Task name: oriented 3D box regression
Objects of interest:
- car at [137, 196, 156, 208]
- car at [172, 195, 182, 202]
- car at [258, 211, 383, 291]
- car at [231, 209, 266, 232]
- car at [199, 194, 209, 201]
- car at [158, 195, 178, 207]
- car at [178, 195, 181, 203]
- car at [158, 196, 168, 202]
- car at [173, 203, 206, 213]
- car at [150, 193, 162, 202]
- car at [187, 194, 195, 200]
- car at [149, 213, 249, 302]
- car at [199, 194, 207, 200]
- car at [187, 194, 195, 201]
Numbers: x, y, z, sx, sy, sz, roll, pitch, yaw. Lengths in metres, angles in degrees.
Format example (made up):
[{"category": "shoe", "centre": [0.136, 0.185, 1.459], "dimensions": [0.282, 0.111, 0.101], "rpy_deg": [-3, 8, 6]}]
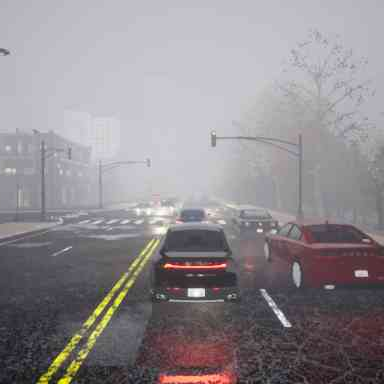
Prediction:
[{"category": "car", "centre": [-6.768, 1.587, 48.389], "dimensions": [1.895, 1.301, 4.718], "rpy_deg": [0, 0, 0]}, {"category": "car", "centre": [-3.511, 1.498, 77.744], "dimensions": [2.128, 1.511, 4.902], "rpy_deg": [0, 0, 0]}, {"category": "car", "centre": [3.320, 1.476, 9.021], "dimensions": [1.882, 1.535, 5.008], "rpy_deg": [0, 0, 0]}, {"category": "car", "centre": [3.290, 1.597, 18.383], "dimensions": [1.895, 1.301, 4.718], "rpy_deg": [0, 0, 0]}, {"category": "car", "centre": [2.980, 1.319, 79.909], "dimensions": [2.097, 1.767, 4.553], "rpy_deg": [0, 0, 0]}, {"category": "car", "centre": [-3.509, 1.549, 50.044], "dimensions": [1.994, 1.385, 4.181], "rpy_deg": [0, 0, 0]}, {"category": "car", "centre": [-3.516, 1.544, 63.421], "dimensions": [1.994, 1.385, 4.181], "rpy_deg": [0, 0, 0]}, {"category": "car", "centre": [-6.763, 1.568, 78.438], "dimensions": [1.895, 1.301, 4.718], "rpy_deg": [0, 0, 0]}, {"category": "car", "centre": [0.019, 1.522, 17.293], "dimensions": [1.812, 1.442, 4.674], "rpy_deg": [0, 0, 0]}, {"category": "car", "centre": [-6.760, 1.203, 63.635], "dimensions": [2.150, 2.045, 5.566], "rpy_deg": [0, 0, 0]}, {"category": "car", "centre": [-0.304, 1.351, 89.931], "dimensions": [1.994, 1.385, 4.181], "rpy_deg": [0, 0, 0]}, {"category": "car", "centre": [0.074, 1.503, 8.210], "dimensions": [1.837, 1.490, 4.892], "rpy_deg": [0, 0, 0]}, {"category": "car", "centre": [2.946, 1.323, 89.942], "dimensions": [2.128, 1.511, 4.902], "rpy_deg": [0, 0, 0]}, {"category": "car", "centre": [-0.270, 1.488, 79.928], "dimensions": [1.812, 1.442, 4.674], "rpy_deg": [0, 0, 0]}]
